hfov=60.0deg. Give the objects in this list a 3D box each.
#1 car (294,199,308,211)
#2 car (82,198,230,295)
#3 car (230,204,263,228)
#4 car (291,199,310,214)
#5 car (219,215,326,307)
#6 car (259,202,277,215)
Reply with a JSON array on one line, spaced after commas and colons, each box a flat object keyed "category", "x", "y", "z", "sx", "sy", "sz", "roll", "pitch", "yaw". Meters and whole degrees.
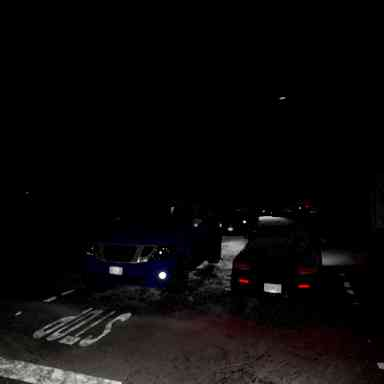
[{"category": "car", "x": 15.379, "y": 1.743, "z": 46.883, "sx": 1.882, "sy": 1.535, "sz": 5.008, "roll": 0, "pitch": -1, "yaw": 19}, {"category": "car", "x": -0.665, "y": 1.223, "z": 9.301, "sx": 2.150, "sy": 2.045, "sz": 5.566, "roll": 0, "pitch": 0, "yaw": 18}, {"category": "car", "x": 2.675, "y": 1.605, "z": 19.170, "sx": 1.895, "sy": 1.301, "sz": 4.718, "roll": 0, "pitch": 0, "yaw": 19}, {"category": "car", "x": 12.204, "y": 1.693, "z": 37.380, "sx": 1.994, "sy": 1.385, "sz": 4.181, "roll": 0, "pitch": -1, "yaw": 19}, {"category": "car", "x": 2.162, "y": 1.528, "z": 8.034, "sx": 1.812, "sy": 1.442, "sz": 4.674, "roll": 0, "pitch": 0, "yaw": 19}, {"category": "car", "x": 7.196, "y": 1.622, "z": 32.398, "sx": 1.994, "sy": 1.385, "sz": 4.181, "roll": 0, "pitch": 0, "yaw": 19}]
